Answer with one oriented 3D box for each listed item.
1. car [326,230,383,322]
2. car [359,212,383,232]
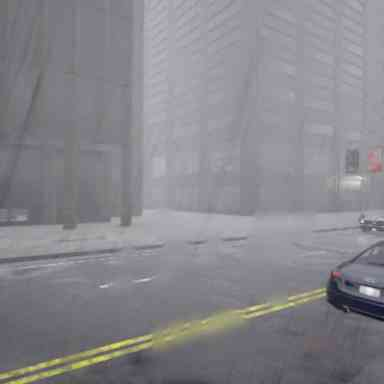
[{"bbox_3d":[4.618,1.659,6.747,4.181,1.385,1.994,1,0,-35],"label":"car"},{"bbox_3d":[12.267,1.872,20.429,4.718,1.301,1.895,1,-1,-36],"label":"car"}]
